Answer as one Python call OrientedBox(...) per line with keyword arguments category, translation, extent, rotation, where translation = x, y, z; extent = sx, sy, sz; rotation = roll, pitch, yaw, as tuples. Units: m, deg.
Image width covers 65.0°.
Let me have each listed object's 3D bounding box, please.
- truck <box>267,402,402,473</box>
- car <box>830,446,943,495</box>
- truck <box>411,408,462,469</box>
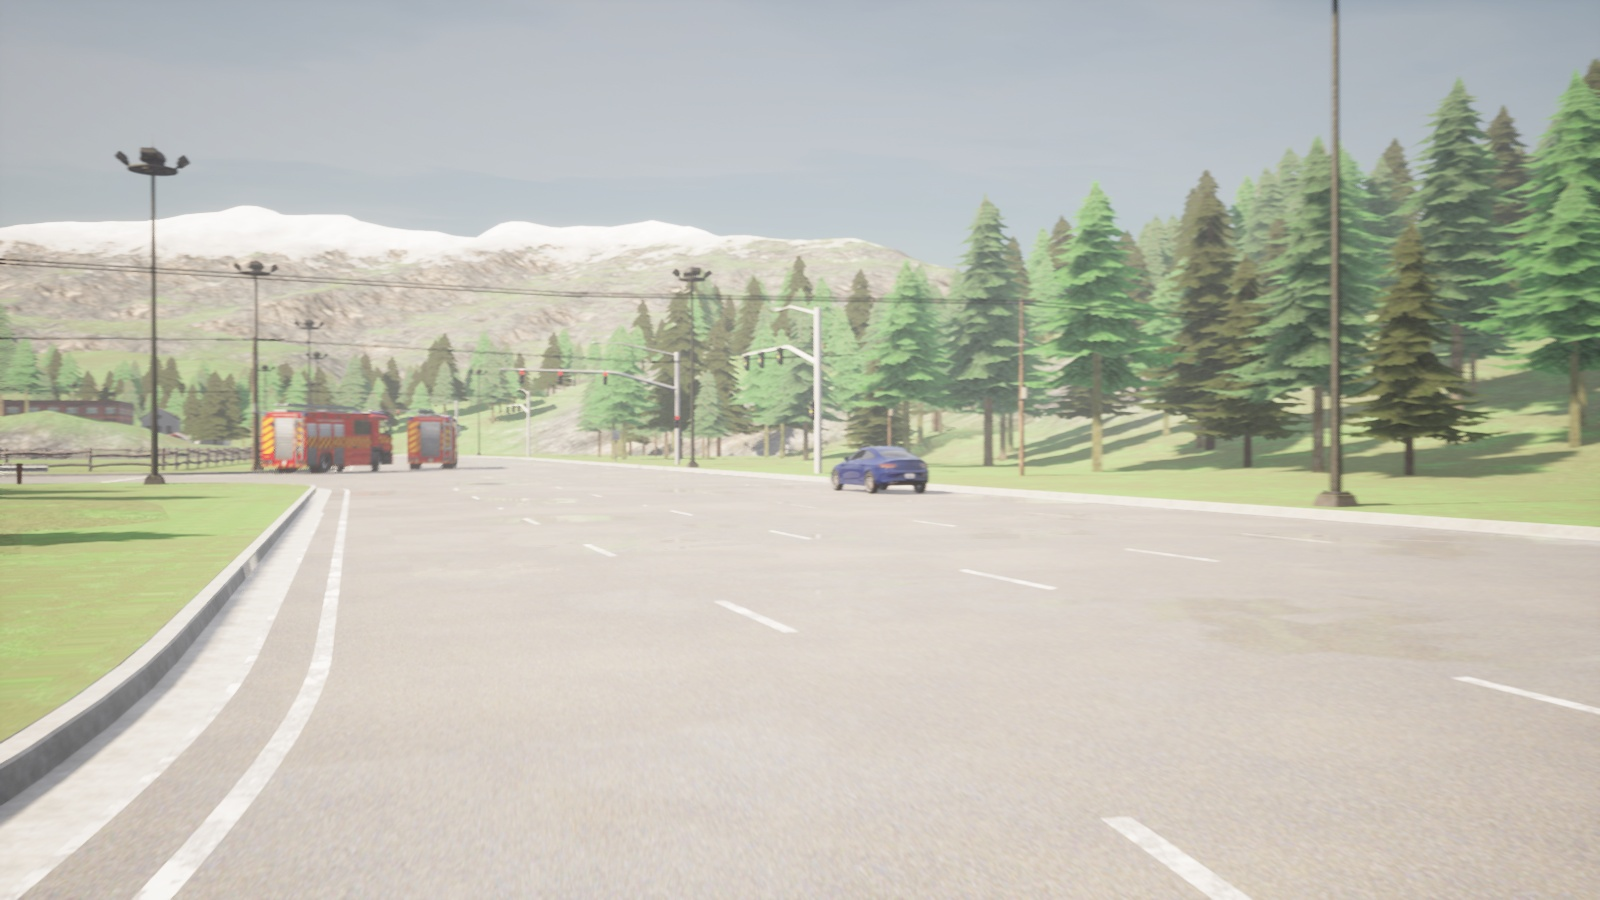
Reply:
OrientedBox(category="truck", translation=(-26.462, -0.705, 71.927), extent=(2.891, 3.827, 8.468), rotation=(1, 0, 15))
OrientedBox(category="car", translation=(2.621, 0.590, 39.318), extent=(1.812, 1.442, 4.674), rotation=(0, 0, -19))
OrientedBox(category="truck", translation=(-24.096, -0.761, 83.488), extent=(2.891, 3.827, 8.468), rotation=(0, 0, -14))
